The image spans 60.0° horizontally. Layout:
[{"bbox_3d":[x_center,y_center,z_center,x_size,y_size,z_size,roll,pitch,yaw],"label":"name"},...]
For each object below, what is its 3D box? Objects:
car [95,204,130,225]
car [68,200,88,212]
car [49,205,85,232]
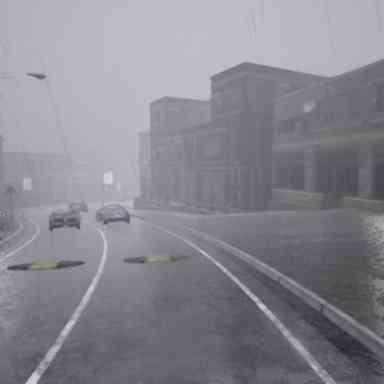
[{"bbox_3d":[-6.132,1.644,25.368,1.994,1.385,4.181,-2,1,-25],"label":"car"},{"bbox_3d":[-14.127,1.787,41.171,2.128,1.511,4.902,-2,0,-25],"label":"car"},{"bbox_3d":[-8.450,1.790,22.056,1.895,1.301,4.718,-2,0,-22],"label":"car"}]
